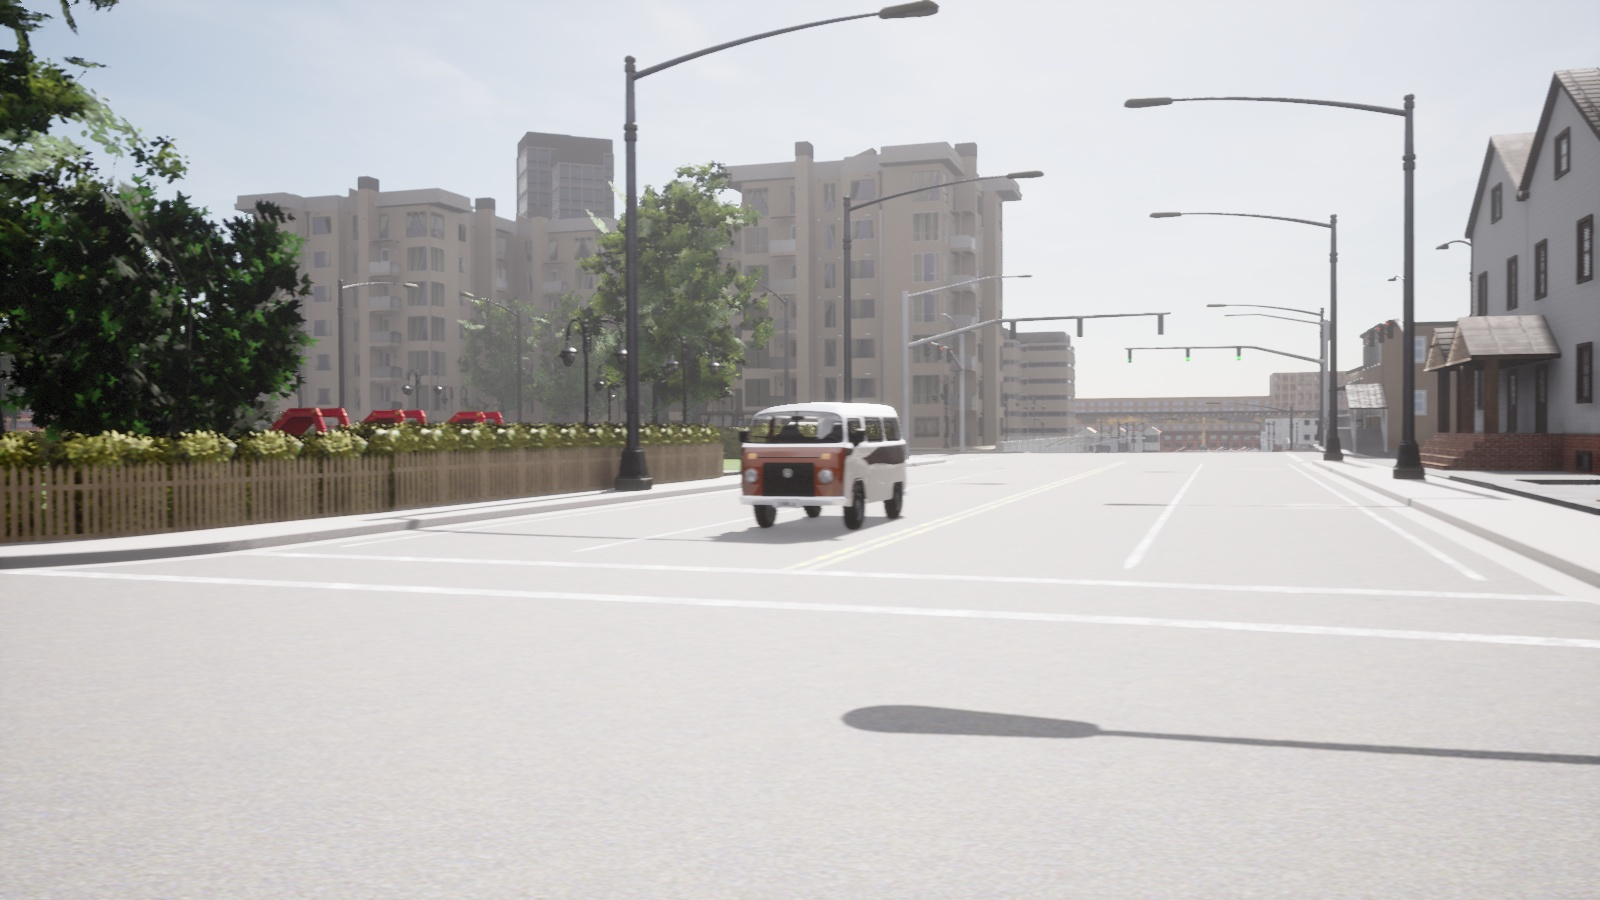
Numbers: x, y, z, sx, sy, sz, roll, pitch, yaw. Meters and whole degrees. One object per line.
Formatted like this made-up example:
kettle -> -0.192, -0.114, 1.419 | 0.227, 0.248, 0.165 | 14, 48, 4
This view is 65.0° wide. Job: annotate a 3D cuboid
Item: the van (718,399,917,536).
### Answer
van -> 0.436, 0.217, 21.112 | 2.069, 2.038, 4.480 | 0, 1, 19
